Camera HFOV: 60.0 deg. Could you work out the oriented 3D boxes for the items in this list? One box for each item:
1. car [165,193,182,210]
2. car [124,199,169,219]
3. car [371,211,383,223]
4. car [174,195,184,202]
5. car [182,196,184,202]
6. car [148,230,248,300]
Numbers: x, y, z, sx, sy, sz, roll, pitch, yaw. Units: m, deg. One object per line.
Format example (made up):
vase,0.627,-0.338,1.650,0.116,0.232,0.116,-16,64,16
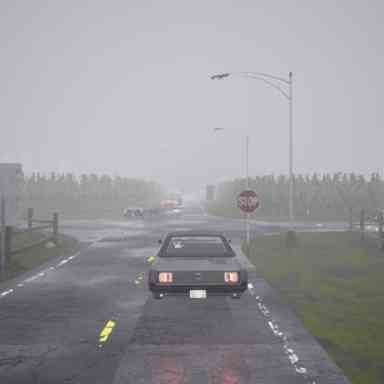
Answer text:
car,-2.833,1.340,43.308,2.097,1.767,4.553,0,0,0
car,-4.048,1.596,28.998,1.895,1.301,4.718,0,0,19
car,15.250,1.686,23.949,4.181,1.385,1.994,0,-1,0
car,-2.737,1.343,71.161,1.812,1.442,4.674,0,0,0
car,-2.813,1.199,55.933,2.150,2.045,5.566,0,0,0
car,0.073,1.601,8.377,1.895,1.301,4.718,0,0,-1
